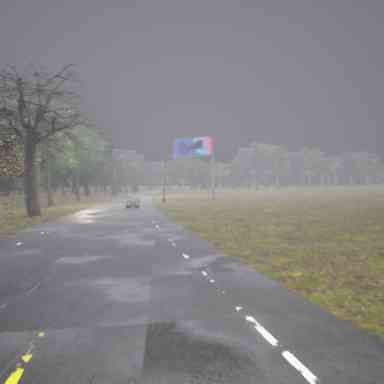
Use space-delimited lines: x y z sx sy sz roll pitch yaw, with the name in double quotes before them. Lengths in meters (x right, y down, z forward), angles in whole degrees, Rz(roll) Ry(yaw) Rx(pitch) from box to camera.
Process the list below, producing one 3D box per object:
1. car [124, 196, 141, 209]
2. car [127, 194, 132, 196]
"car" -8.485 1.726 47.728 1.895 1.301 4.718 -2 0 -9
"car" -11.339 1.611 66.374 1.994 1.385 4.181 -1 1 -7
